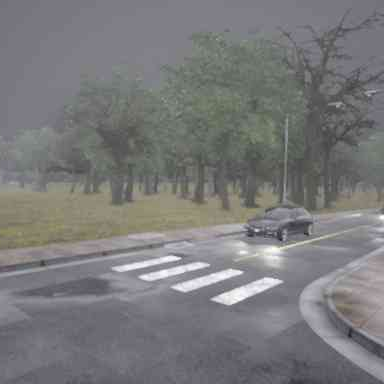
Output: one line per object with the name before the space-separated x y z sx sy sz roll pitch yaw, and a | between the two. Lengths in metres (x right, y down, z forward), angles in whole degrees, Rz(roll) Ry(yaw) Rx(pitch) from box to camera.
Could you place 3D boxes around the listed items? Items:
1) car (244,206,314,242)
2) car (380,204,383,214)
car | 4.444 1.475 16.456 1.837 1.490 4.892 3 1 41
car | 22.323 1.740 36.775 2.128 1.511 4.902 3 1 42
